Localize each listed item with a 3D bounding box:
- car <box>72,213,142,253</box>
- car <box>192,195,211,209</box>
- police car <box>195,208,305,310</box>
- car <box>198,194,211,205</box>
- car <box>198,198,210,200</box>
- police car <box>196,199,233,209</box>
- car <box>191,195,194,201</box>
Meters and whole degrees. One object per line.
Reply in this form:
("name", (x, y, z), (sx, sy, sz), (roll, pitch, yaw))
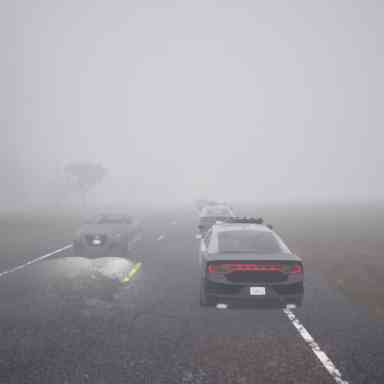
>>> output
("car", (-3.304, 1.564, 13.637), (1.994, 1.385, 4.181), (0, 0, 1))
("car", (1.456, 1.497, 45.924), (1.837, 1.490, 4.892), (0, 0, 4))
("police car", (1.118, 1.425, 8.070), (1.930, 1.638, 5.238), (0, 0, 1))
("car", (2.350, 1.335, 60.004), (2.097, 1.767, 4.553), (0, 0, 4))
("car", (1.489, 1.456, 24.092), (1.801, 1.575, 5.366), (0, 0, 2))
("police car", (1.313, 1.426, 18.034), (1.930, 1.638, 5.238), (0, 0, 1))
("car", (0.871, 1.490, 82.132), (1.812, 1.442, 4.674), (0, 0, 6))
